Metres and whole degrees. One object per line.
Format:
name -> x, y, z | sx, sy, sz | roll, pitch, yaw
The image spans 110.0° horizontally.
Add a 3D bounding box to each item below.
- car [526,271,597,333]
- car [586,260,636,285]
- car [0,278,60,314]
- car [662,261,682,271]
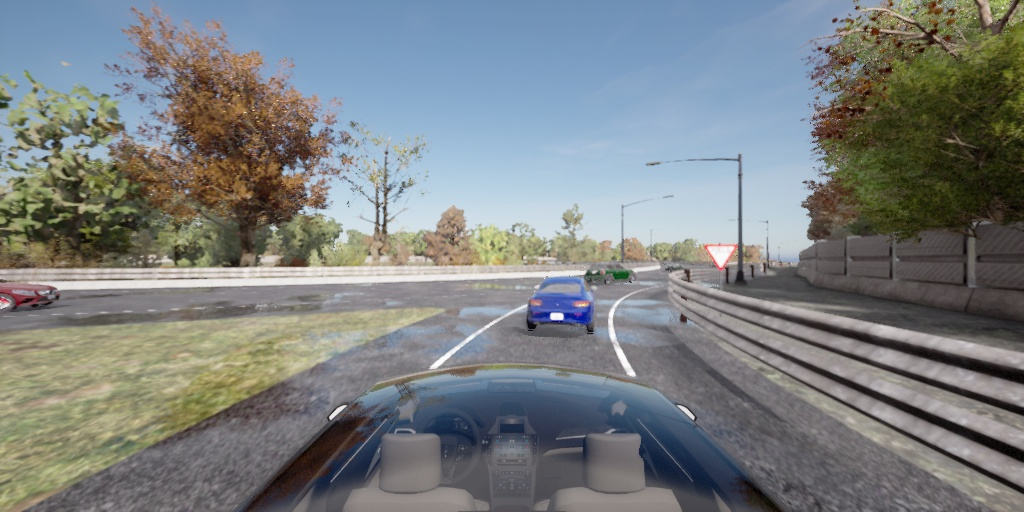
car -> 1.622, 1.346, 11.074 | 1.812, 1.442, 4.674 | 0, 0, 13
car -> 7.912, 1.312, 28.647 | 4.553, 1.767, 2.097 | 0, -1, -38
car -> -19.627, 1.279, 12.702 | 4.674, 1.442, 1.812 | 0, 0, -23
car -> 26.060, 1.814, 57.768 | 1.895, 1.301, 4.718 | 0, 0, 35
